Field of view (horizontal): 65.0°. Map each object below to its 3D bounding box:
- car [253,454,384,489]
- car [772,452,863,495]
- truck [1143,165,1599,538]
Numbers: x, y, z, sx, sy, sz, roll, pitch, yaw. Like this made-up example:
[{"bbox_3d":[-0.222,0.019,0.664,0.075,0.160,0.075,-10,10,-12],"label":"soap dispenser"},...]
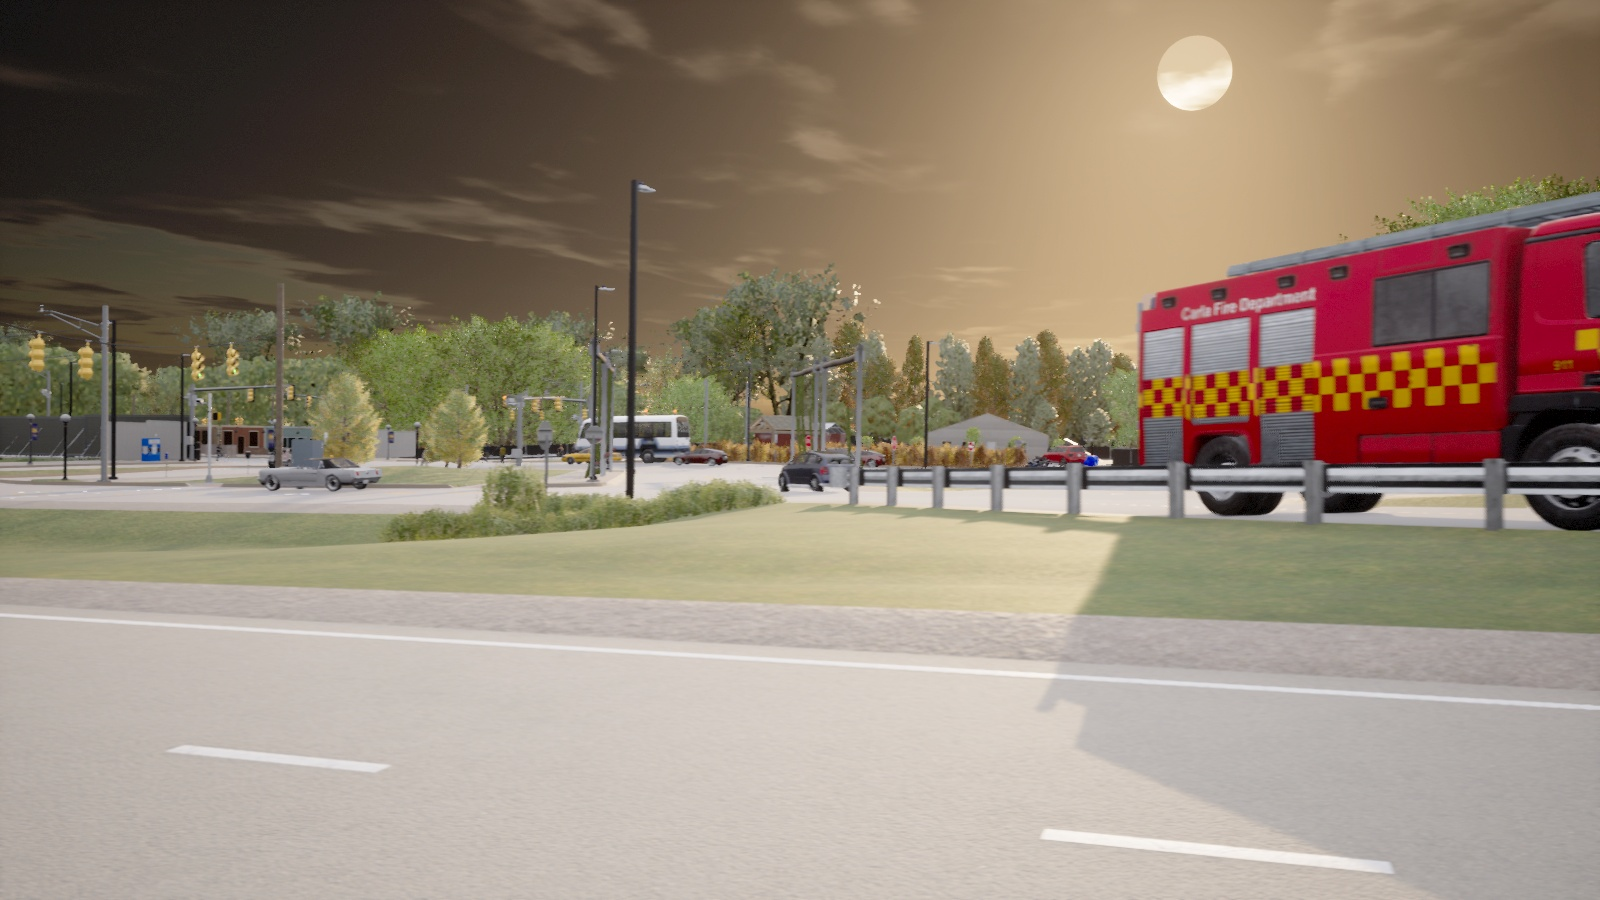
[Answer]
[{"bbox_3d":[-19.208,0.821,50.136,4.718,1.301,1.895,0,1,18],"label":"car"},{"bbox_3d":[0.593,0.855,46.883,1.789,1.549,3.705,1,-1,-29],"label":"car"},{"bbox_3d":[8.359,-0.960,15.866,2.891,3.827,8.468,1,-1,-26],"label":"truck"}]
